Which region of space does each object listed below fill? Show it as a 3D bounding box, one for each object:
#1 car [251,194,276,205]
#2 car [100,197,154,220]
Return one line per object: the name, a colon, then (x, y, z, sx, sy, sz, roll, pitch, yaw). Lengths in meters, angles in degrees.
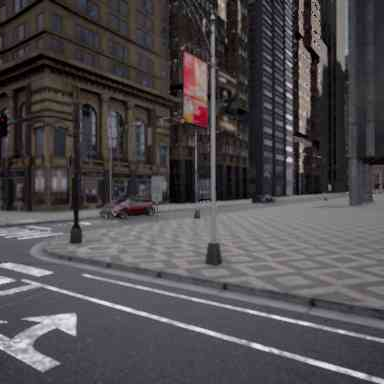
car: (10.595, 1.064, 48.920, 2.033, 1.411, 5.357, 0, 1, 36)
car: (-5.213, 1.229, 27.033, 2.097, 1.767, 4.553, 0, 1, 36)
